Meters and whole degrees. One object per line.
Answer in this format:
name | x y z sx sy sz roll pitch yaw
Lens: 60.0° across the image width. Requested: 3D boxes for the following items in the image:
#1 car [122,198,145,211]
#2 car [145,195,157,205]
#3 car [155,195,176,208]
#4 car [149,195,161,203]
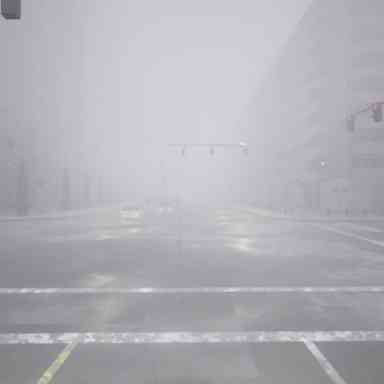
car | -7.182 1.517 40.303 1.812 1.442 4.674 0 0 0
car | -7.339 1.454 58.466 1.882 1.535 5.008 0 0 0
car | -3.813 1.544 48.316 1.994 1.385 4.181 0 0 0
car | -7.304 1.386 65.652 1.812 1.442 4.674 0 0 0
